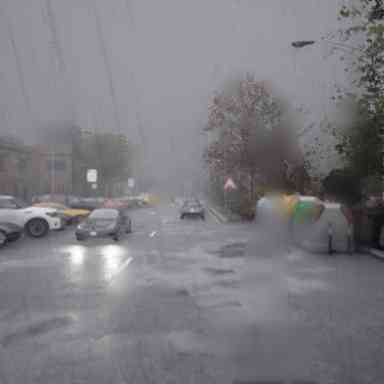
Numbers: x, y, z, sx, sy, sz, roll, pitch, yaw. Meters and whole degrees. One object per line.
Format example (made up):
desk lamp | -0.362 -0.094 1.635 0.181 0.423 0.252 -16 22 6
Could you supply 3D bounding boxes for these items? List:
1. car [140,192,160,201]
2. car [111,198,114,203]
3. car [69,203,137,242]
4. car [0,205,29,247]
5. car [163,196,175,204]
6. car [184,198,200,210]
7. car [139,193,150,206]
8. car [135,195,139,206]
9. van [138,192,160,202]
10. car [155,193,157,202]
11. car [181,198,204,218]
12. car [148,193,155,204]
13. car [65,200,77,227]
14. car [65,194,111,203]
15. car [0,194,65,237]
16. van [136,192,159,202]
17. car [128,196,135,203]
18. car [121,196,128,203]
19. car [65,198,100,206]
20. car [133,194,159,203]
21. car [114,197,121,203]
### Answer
car | -9.431 1.343 64.094 5.366 1.575 1.946 -1 1 -20
car | -9.289 1.430 28.133 4.674 1.452 2.002 -1 0 -20
car | -4.102 1.461 16.181 1.812 1.442 4.674 0 0 0
car | -9.336 1.462 13.138 4.792 1.488 2.163 -1 0 -20
car | -3.975 1.418 58.439 2.033 1.411 5.357 0 0 1
car | 0.010 1.447 41.393 1.994 1.385 4.181 0 0 0
car | -9.245 1.365 49.143 4.892 1.521 2.231 -1 0 -20
car | -9.253 1.411 40.142 4.674 1.452 2.002 -1 0 -20
van | -9.435 1.002 73.107 4.442 1.987 1.878 -1 1 -20
car | -9.065 1.353 55.209 5.366 1.575 1.946 -1 0 -20
car | 0.032 1.463 28.823 1.994 1.385 4.181 0 0 0
car | -9.063 1.356 52.207 5.366 1.575 1.946 -1 0 -20
car | -9.305 1.442 19.140 4.792 1.488 2.163 -1 0 -20
car | -9.296 1.145 25.154 5.566 2.045 2.435 -1 0 -20
car | -9.325 1.170 16.138 5.566 2.045 2.435 -1 0 -20
van | -9.412 1.044 70.107 4.442 1.987 1.878 -1 1 -20
car | -9.231 1.403 37.151 4.792 1.488 2.163 -1 0 -20
car | -9.302 1.254 34.131 4.553 1.767 2.185 -1 0 -20
car | -9.146 1.398 22.197 5.366 1.575 1.946 -1 0 -20
car | -9.285 1.309 67.163 5.008 1.535 2.097 -1 0 -20
car | -9.313 1.259 31.129 4.553 1.767 2.185 -1 0 -20
